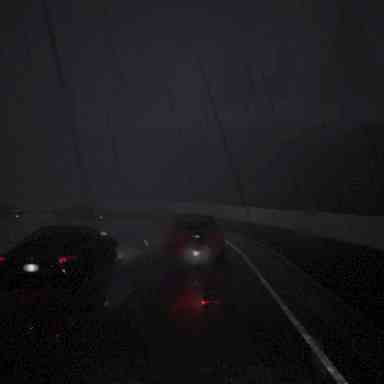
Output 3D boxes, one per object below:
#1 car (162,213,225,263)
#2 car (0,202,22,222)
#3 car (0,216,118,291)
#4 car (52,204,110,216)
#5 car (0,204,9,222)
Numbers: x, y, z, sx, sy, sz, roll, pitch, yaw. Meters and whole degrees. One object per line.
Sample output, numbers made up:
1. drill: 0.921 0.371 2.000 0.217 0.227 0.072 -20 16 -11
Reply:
1. car: 0.014 1.512 11.981 1.837 1.490 4.892 0 0 -3
2. car: -15.018 1.502 24.410 4.892 1.490 1.837 0 -2 9
3. car: -3.372 1.565 9.011 1.994 1.385 4.181 0 0 0
4. car: -8.776 1.604 26.096 4.718 1.301 1.895 0 0 30
5. car: -6.937 1.349 8.314 2.097 1.767 4.553 0 0 0
